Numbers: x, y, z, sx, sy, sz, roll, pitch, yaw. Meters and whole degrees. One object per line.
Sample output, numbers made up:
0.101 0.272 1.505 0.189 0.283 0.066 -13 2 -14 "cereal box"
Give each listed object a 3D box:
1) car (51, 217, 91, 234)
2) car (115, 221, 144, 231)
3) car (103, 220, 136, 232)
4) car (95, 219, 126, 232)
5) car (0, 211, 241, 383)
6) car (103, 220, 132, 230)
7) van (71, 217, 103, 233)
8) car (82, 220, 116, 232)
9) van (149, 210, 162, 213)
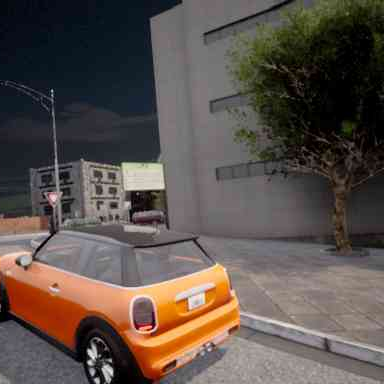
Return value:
-14.950 4.102 41.359 2.097 1.767 4.553 -7 -6 24 "car"
-11.414 6.219 60.789 4.792 1.488 2.163 -7 -8 23 "car"
-12.719 5.965 58.325 5.366 1.575 1.946 -7 -8 23 "car"
-13.685 5.564 55.589 4.553 1.767 2.185 -7 -7 23 "car"
-1.544 1.310 5.423 4.553 1.767 2.097 1 1 41 "car"
-11.117 4.985 50.060 1.895 1.301 4.718 -7 -7 23 "car"
-16.031 5.020 50.568 4.442 1.987 1.878 -7 -7 23 "van"
-14.816 5.452 53.038 5.008 1.535 2.097 -7 -7 23 "car"
-5.522 3.512 43.391 4.442 1.987 1.878 -7 -7 23 "van"
